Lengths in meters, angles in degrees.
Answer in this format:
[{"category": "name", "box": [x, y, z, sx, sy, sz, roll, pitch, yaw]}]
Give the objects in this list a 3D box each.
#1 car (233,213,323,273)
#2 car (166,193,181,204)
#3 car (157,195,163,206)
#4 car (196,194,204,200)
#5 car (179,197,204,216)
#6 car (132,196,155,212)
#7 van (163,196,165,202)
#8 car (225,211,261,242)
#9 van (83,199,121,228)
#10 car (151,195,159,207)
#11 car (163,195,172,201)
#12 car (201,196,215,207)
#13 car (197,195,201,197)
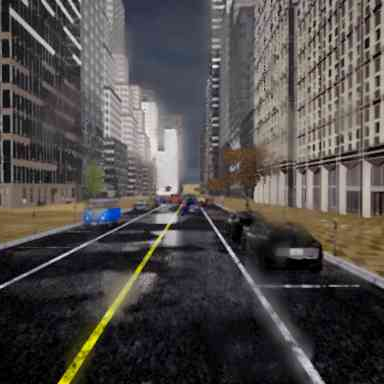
[{"category": "car", "box": [2.643, 1.553, 10.513, 1.947, 1.339, 4.313, -1, 0, 0]}, {"category": "car", "box": [-3.292, 1.270, 64.600, 2.150, 2.045, 5.566, 0, 0, 0]}, {"category": "car", "box": [-5.915, 1.542, 49.851, 1.887, 1.381, 4.507, -1, 0, 0]}, {"category": "car", "box": [2.259, 1.462, 94.889, 1.967, 1.590, 4.097, -1, 0, 0]}, {"category": "car", "box": [-0.035, 1.509, 32.325, 1.812, 1.442, 4.674, 0, 0, 0]}, {"category": "car", "box": [-5.864, 1.545, 38.601, 2.008, 1.369, 4.403, -1, 0, 0]}, {"category": "van", "box": [-5.944, 1.341, 55.475, 1.690, 1.788, 3.998, -1, 0, 0]}, {"category": "car", "box": [2.618, 1.549, 16.139, 1.947, 1.339, 4.313, -1, 0, 0]}, {"category": "van", "box": [-5.792, 1.337, 21.726, 1.690, 1.788, 3.998, -1, 0, 0]}, {"category": "car", "box": [-5.890, 1.520, 44.056, 1.752, 1.417, 4.829, -1, 0, 0]}, {"category": "car", "box": [-6.068, 1.573, 83.601, 2.008, 1.369, 4.403, -1, 0, 0]}, {"category": "car", "box": [2.465, 1.565, 49.889, 1.802, 1.307, 4.206, -1, 0, 0]}, {"category": "car", "box": [-0.094, 1.492, 45.005, 1.837, 1.490, 4.892, 0, 0, 0]}]
